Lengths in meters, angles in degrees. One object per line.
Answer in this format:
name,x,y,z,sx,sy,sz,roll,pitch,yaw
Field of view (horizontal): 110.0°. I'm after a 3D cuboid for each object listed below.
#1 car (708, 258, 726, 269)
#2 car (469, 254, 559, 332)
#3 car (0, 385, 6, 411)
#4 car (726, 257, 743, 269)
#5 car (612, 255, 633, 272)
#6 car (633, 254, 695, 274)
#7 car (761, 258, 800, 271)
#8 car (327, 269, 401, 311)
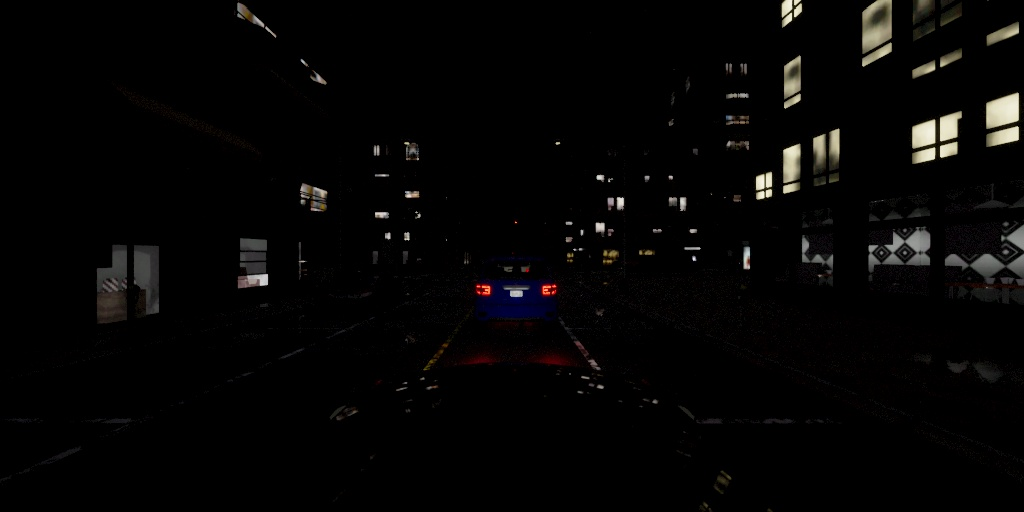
car,25.702,0.824,42.859,4.207,1.307,1.802,0,0,0
car,0.106,0.971,11.021,2.150,2.045,5.566,0,0,0
car,-5.690,1.300,1.512,2.007,1.370,4.403,0,0,0
car,27.245,0.819,40.277,4.718,1.301,1.895,-1,0,0
car,14.098,0.816,40.176,4.553,1.767,2.097,-1,0,0
car,14.738,0.778,34.392,5.009,1.841,2.192,0,0,0
car,25.831,0.822,34.479,4.313,1.339,1.948,0,0,0
car,-5.729,1.332,14.429,1.802,1.307,4.207,0,0,0
